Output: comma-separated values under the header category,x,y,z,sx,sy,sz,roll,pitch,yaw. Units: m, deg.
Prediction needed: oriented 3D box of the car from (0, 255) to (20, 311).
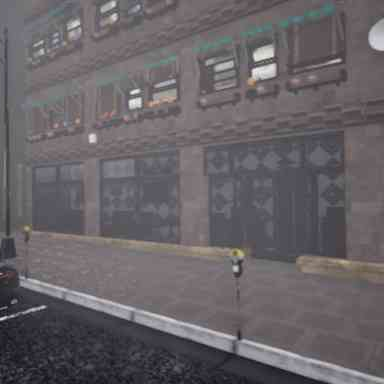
category,x,y,z,sx,sy,sz,roll,pitch,yaw
car,-5.072,1.554,6.504,4.403,1.369,2.008,0,-1,35
